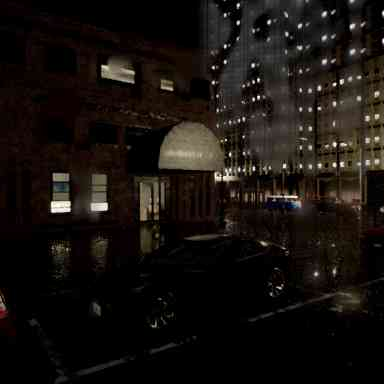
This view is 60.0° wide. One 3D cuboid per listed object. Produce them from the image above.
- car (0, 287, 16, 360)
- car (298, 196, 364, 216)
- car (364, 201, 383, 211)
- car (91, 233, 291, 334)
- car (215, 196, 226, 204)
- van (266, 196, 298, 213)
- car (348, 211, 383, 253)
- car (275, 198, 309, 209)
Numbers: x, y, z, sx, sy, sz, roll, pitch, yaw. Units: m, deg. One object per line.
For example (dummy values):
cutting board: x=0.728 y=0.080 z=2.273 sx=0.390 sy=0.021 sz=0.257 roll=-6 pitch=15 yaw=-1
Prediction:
car: x=-4.268 y=1.440 z=3.526 sx=4.097 sy=1.590 sz=1.967 roll=0 pitch=0 yaw=-35
car: x=13.136 y=1.308 z=31.748 sx=2.192 sy=1.841 sz=5.009 roll=0 pitch=0 yaw=-35
car: x=20.017 y=1.499 z=36.535 sx=2.008 sy=1.369 sz=4.403 roll=0 pitch=0 yaw=-35
car: x=0.199 y=1.565 z=6.774 sx=4.313 sy=1.339 sz=1.947 roll=0 pitch=0 yaw=-35
car: x=4.099 y=1.437 z=59.417 sx=1.752 sy=1.417 sz=4.829 roll=0 pitch=0 yaw=-35
van: x=9.972 y=1.326 z=36.297 sx=1.690 sy=1.788 sz=3.998 roll=0 pitch=0 yaw=-35
car: x=8.045 y=1.543 z=12.440 sx=4.507 sy=1.381 sz=1.887 roll=0 pitch=0 yaw=-35
car: x=13.689 y=1.514 z=45.632 sx=1.802 sy=1.307 sz=4.206 roll=0 pitch=0 yaw=-35
